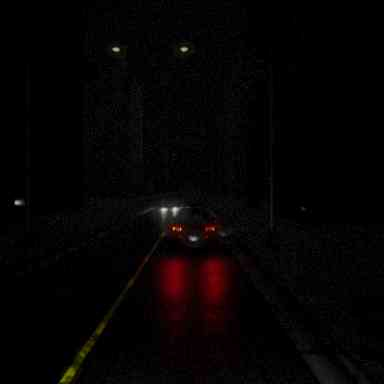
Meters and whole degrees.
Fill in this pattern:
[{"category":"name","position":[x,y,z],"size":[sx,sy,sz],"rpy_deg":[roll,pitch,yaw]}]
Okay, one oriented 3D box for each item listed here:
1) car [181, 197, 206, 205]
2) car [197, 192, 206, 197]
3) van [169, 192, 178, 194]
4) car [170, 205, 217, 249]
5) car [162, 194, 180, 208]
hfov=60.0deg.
[{"category":"car","position":[0.063,1.434,28.900],"size":[2.128,1.511,4.902],"rpy_deg":[0,0,0]},{"category":"car","position":[2.876,1.270,92.398],"size":[1.947,1.339,4.313],"rpy_deg":[0,0,0]},{"category":"van","position":[-5.648,1.045,92.451],"size":[1.690,1.788,3.998],"rpy_deg":[0,0,0]},{"category":"car","position":[0.069,1.502,14.190],"size":[1.812,1.442,4.674],"rpy_deg":[0,0,0]},{"category":"car","position":[-3.079,1.398,46.247],"size":[1.837,1.490,4.892],"rpy_deg":[0,0,0]}]
